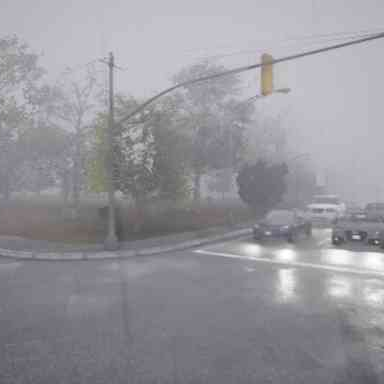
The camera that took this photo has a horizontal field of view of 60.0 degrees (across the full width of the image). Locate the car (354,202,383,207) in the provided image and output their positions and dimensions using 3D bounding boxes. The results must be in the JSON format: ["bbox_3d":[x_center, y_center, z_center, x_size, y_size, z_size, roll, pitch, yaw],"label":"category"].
[{"bbox_3d":[12.303,1.502,21.960,2.128,1.511,4.902,0,0,32],"label":"car"}]

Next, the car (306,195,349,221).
[{"bbox_3d":[9.919,1.244,24.722,2.150,2.045,5.566,0,0,33],"label":"car"}]

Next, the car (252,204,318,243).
[{"bbox_3d":[4.627,1.545,16.586,1.812,1.442,4.674,0,0,34],"label":"car"}]

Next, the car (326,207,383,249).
[{"bbox_3d":[7.486,1.571,14.590,1.994,1.385,4.181,0,0,34],"label":"car"}]

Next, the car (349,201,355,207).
[{"bbox_3d":[16.539,1.617,35.183,1.994,1.385,4.181,0,0,33],"label":"car"}]

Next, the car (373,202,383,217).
[{"bbox_3d":[18.609,1.637,31.918,1.895,1.301,4.718,0,0,32],"label":"car"}]
